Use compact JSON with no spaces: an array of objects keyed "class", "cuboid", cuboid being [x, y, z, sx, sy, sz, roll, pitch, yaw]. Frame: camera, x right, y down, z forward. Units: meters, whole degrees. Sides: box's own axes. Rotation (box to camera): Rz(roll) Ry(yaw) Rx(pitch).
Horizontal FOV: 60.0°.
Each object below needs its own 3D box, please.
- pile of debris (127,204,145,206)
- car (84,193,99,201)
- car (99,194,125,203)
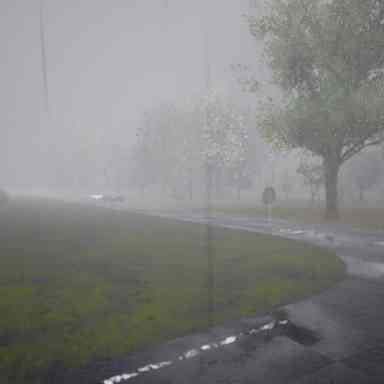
[{"class":"pile of debris","cuboid":[-7.022,1.617,41.608,1.500,0.140,1.860,0,1,-33]},{"class":"car","cuboid":[-16.923,0.753,56.724,1.895,1.301,4.718,0,1,-33]},{"class":"car","cuboid":[-11.521,0.910,48.566,1.895,1.301,4.718,0,1,-33]}]
